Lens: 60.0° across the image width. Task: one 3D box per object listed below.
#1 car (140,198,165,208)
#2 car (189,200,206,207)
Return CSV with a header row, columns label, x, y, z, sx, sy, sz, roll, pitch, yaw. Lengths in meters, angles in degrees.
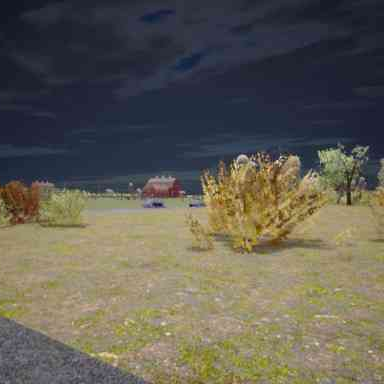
label,x,y,z,sx,sy,sz,roll,pitch,yaw
car,-6.682,1.869,56.662,2.097,1.767,4.553,-1,-1,36
car,1.316,2.115,61.541,1.994,1.385,4.181,-1,-1,36
